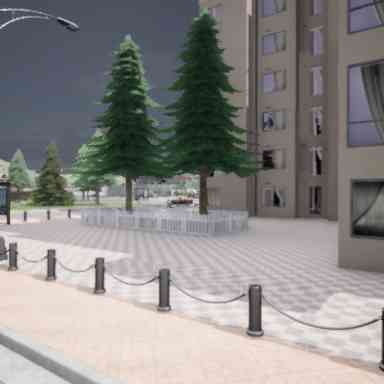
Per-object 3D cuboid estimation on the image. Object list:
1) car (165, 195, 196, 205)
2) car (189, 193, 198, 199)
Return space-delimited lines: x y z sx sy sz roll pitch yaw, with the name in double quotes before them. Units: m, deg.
"car" -1.980 1.472 50.885 1.895 1.301 4.718 0 0 36
"car" 2.099 1.192 93.642 3.806 1.475 1.970 0 0 35
